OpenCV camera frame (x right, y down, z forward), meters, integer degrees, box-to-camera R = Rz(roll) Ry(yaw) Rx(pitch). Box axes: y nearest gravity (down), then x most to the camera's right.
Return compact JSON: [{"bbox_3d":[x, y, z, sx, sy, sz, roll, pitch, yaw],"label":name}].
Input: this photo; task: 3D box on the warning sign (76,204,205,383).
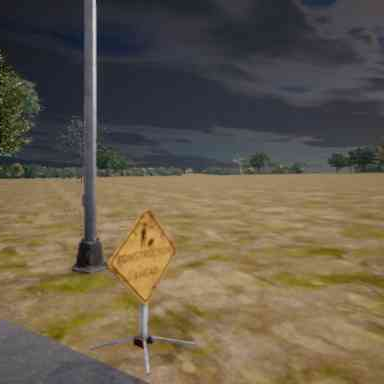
[{"bbox_3d":[-0.633,1.115,4.379,1.060,1.860,1.300,1,0,35],"label":"warning sign"}]
